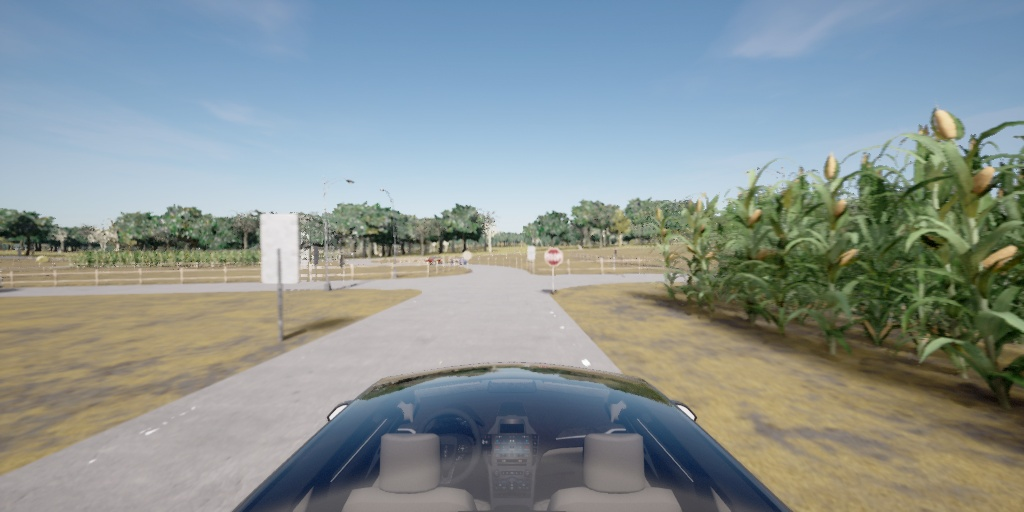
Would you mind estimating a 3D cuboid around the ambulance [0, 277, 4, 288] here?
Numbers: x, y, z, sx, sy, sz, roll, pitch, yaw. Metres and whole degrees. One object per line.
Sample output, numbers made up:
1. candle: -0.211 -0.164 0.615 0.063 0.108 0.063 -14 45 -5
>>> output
1. ambulance: -42.139 1.702 26.633 6.366 2.431 2.351 -1 2 0
